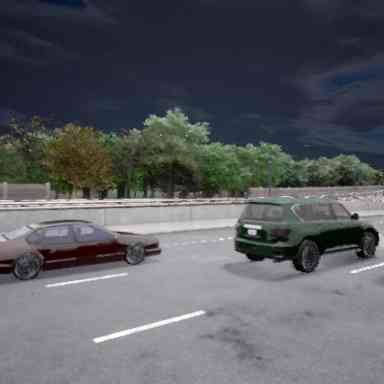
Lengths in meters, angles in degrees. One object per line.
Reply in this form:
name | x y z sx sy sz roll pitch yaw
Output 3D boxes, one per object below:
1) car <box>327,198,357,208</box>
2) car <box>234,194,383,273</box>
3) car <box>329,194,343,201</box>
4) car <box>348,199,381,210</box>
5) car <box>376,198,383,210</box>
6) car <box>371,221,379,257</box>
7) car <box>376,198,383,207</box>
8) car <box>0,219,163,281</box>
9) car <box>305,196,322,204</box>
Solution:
car | 22.926 1.658 50.771 5.008 1.535 1.882 1 0 -35
car | 3.862 1.217 10.884 5.566 2.045 2.150 0 0 -36
car | 34.961 1.372 80.693 1.837 1.490 4.892 1 1 40
car | 24.833 1.731 47.836 5.357 1.411 2.033 1 0 -35
car | 27.221 1.671 45.247 5.008 1.535 1.882 1 -1 -35
car | 7.060 1.506 9.002 4.892 1.490 1.837 0 0 -36
car | 35.218 1.940 59.581 4.902 1.511 2.128 1 -1 -36
car | -3.565 1.534 9.836 5.357 1.411 2.033 0 0 -36
car | 25.027 1.533 68.373 1.837 1.490 4.892 1 1 38
